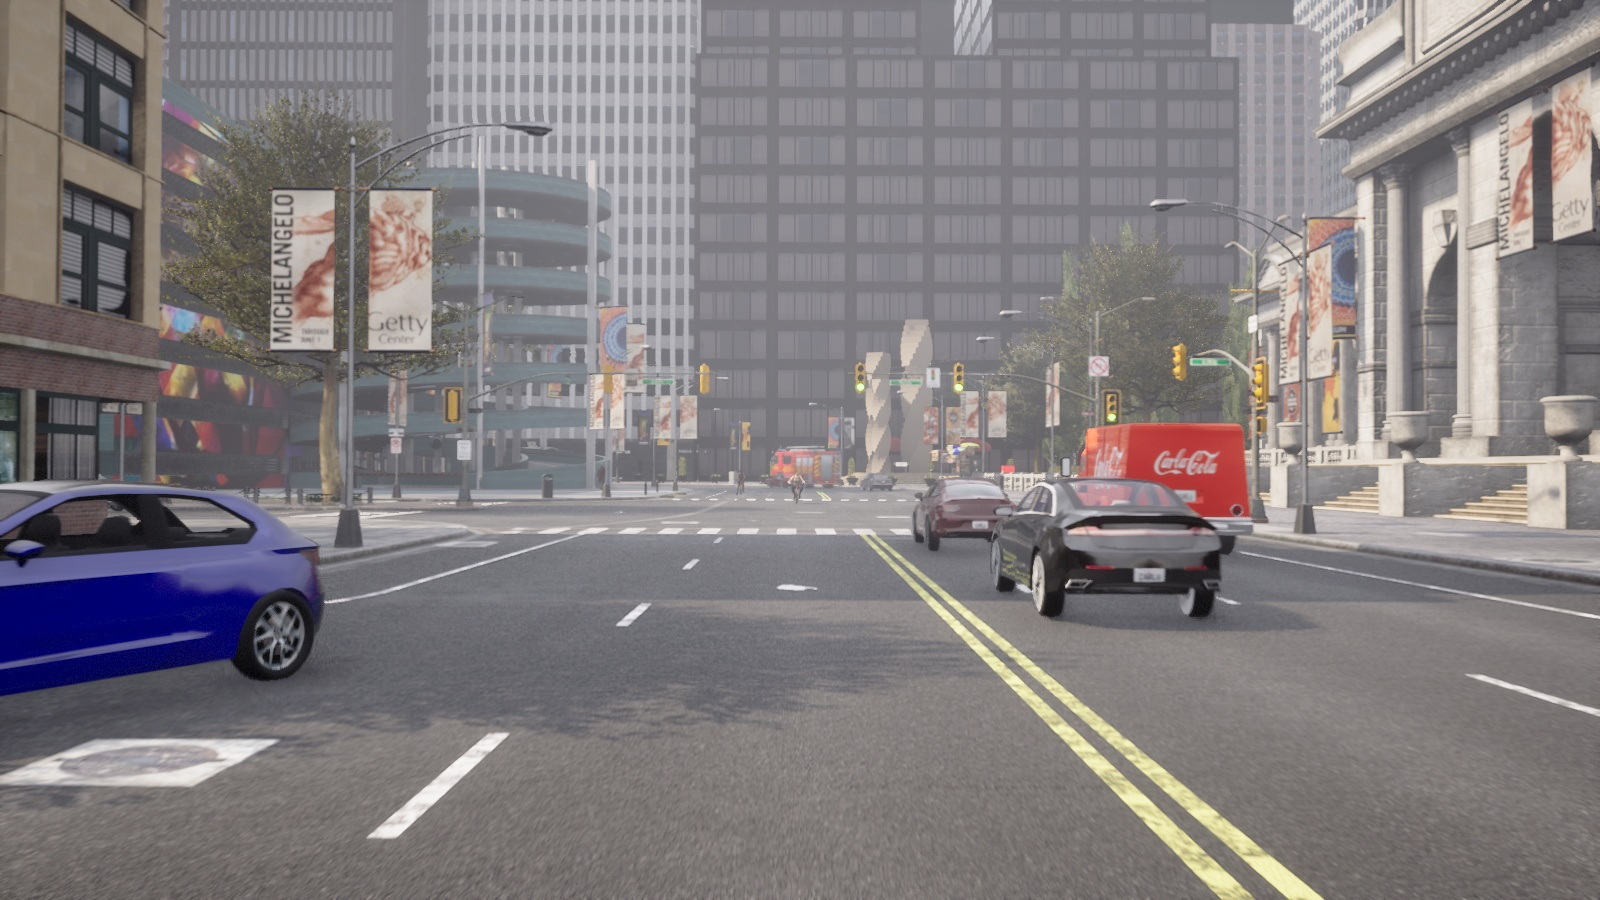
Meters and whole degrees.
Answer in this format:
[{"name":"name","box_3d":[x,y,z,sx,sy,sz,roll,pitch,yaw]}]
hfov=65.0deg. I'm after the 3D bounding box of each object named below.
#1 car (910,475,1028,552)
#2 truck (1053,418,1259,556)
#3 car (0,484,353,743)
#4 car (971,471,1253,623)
[{"name":"car","box_3d":[3.437,1.268,26.356,1.812,1.442,4.674,0,-1,0]},{"name":"truck","box_3d":[6.937,0.719,25.245,2.627,2.467,5.204,0,-1,0]},{"name":"car","box_3d":[-5.217,0.989,8.346,1.816,1.474,4.193,0,-1,25]},{"name":"car","box_3d":[3.464,1.009,15.041,2.128,1.511,4.902,0,-1,0]}]
